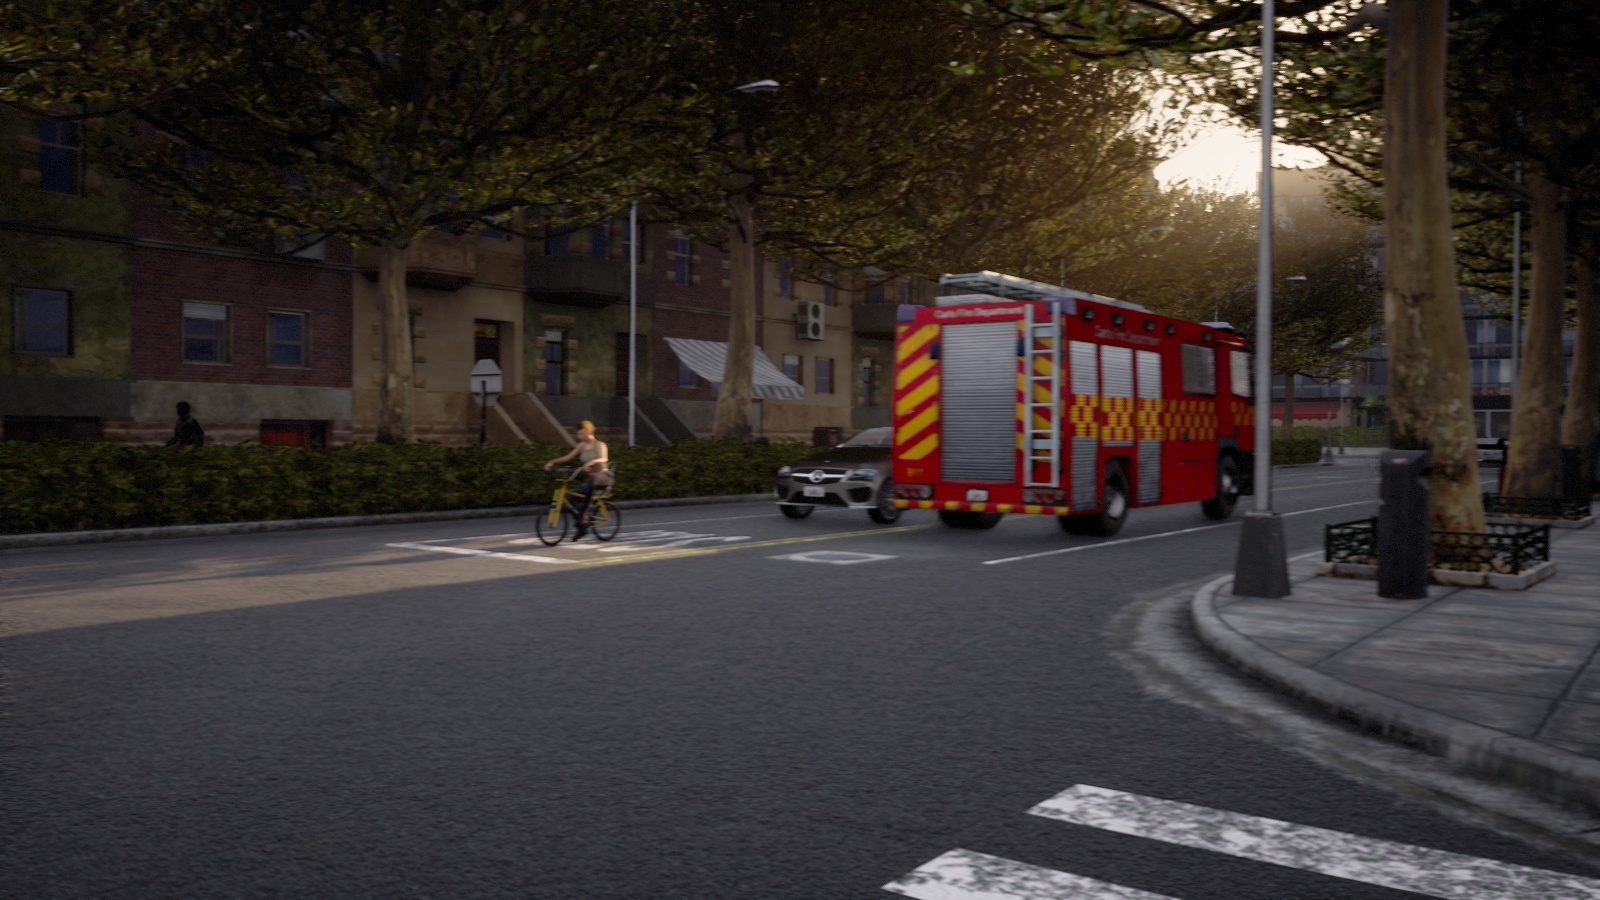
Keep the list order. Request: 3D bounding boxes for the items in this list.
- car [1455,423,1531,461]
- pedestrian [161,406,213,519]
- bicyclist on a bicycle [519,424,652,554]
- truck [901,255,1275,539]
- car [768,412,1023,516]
[{"bbox_3d":[29.087,-0.354,52.639,2.128,1.511,4.902,0,1,37],"label":"car"},{"bbox_3d":[-10.696,0.205,21.925,0.395,1.930,0.692,0,1,39],"label":"pedestrian"},{"bbox_3d":[-2.785,0.473,16.398,0.866,1.612,1.509,0,1,37],"label":"bicyclist on a bicycle"},{"bbox_3d":[5.233,-0.782,21.176,2.891,3.827,8.468,0,1,37],"label":"truck"},{"bbox_3d":[1.846,0.181,22.501,2.152,1.651,5.027,0,1,37],"label":"car"}]
